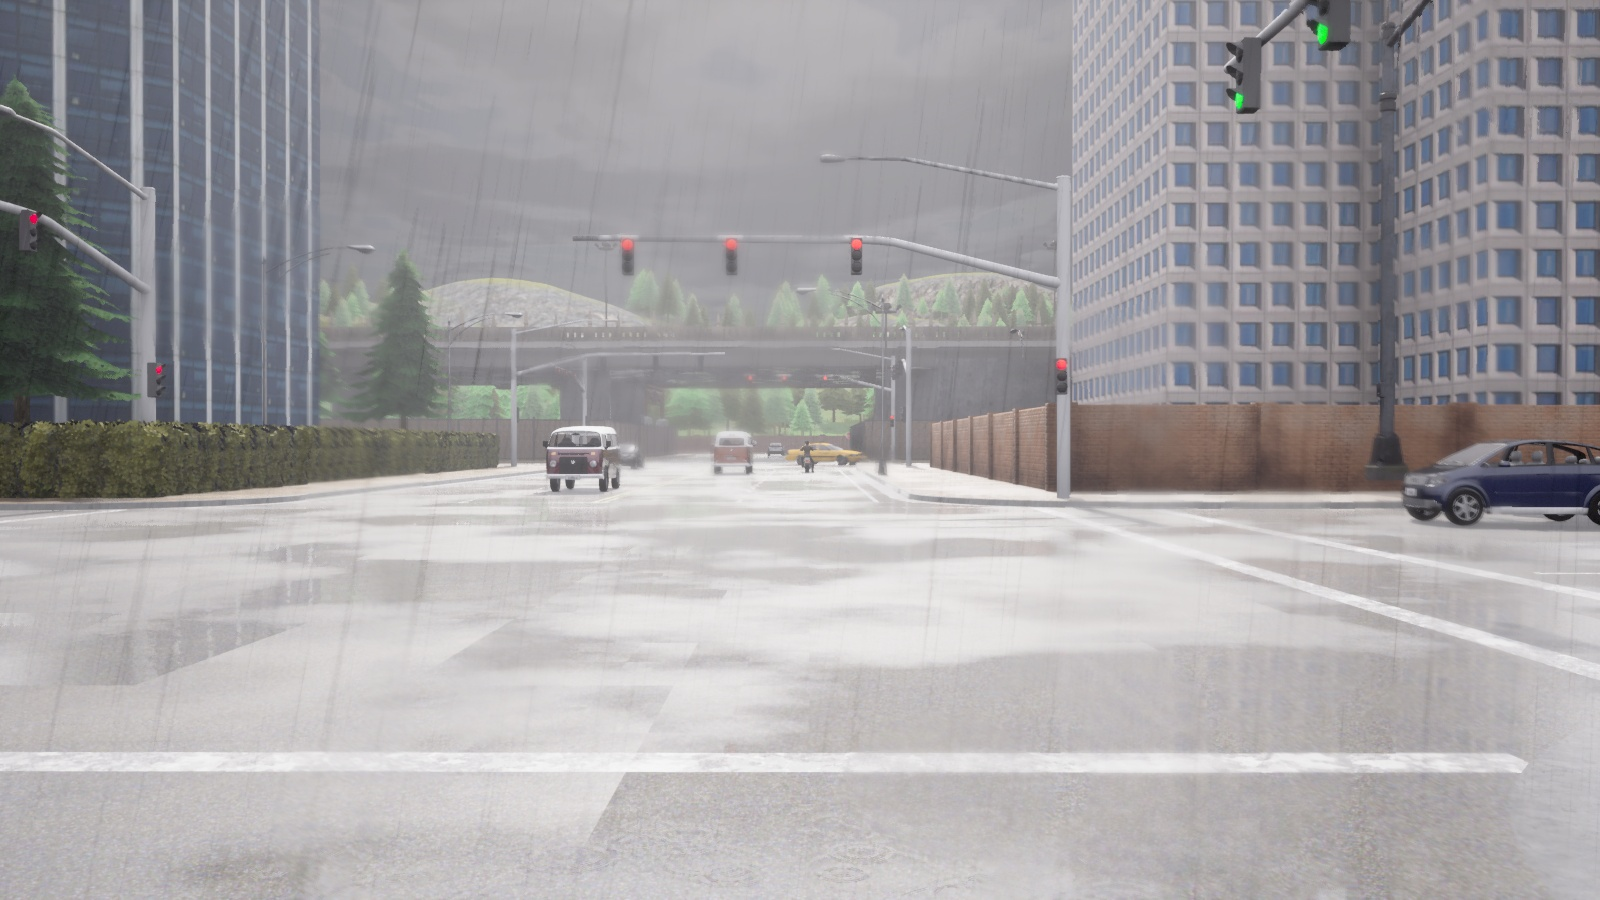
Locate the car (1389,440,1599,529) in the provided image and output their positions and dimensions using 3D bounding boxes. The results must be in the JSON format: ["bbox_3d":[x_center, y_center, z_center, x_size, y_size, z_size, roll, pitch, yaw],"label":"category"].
[{"bbox_3d":[13.058,0.606,22.997,3.705,1.549,1.789,0,0,1],"label":"car"}]

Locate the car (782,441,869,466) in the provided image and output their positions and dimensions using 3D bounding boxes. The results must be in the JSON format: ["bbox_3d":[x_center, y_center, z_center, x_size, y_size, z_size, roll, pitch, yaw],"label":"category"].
[{"bbox_3d":[1.592,0.201,80.547,5.366,1.575,1.801,0,0,29],"label":"car"}]

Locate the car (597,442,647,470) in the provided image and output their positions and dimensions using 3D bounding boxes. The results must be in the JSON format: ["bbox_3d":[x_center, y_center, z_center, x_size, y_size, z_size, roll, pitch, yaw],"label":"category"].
[{"bbox_3d":[-10.098,0.324,71.537,2.163,1.488,4.792,0,1,0],"label":"car"}]

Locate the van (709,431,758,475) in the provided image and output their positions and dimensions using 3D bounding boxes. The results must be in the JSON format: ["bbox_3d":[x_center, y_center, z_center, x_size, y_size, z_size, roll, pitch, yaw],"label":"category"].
[{"bbox_3d":[-3.158,0.126,60.408,2.069,2.038,4.480,0,0,0],"label":"van"}]

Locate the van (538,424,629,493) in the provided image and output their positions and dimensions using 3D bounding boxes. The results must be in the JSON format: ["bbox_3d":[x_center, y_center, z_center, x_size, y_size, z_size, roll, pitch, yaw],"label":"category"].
[{"bbox_3d":[-6.770,0.240,39.687,2.069,2.038,4.480,0,0,0],"label":"van"}]
